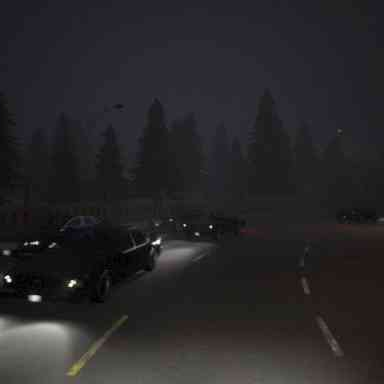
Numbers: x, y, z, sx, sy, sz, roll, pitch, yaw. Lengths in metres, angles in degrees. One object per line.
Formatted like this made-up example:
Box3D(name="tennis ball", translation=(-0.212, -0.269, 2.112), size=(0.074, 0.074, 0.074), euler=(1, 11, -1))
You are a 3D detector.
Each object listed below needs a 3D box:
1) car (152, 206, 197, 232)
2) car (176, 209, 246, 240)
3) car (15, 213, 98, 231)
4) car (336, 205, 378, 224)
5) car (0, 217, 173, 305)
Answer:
Box3D(name="car", translation=(-0.831, 1.680, 21.707), size=(2.128, 1.511, 4.902), euler=(0, -1, 30))
Box3D(name="car", translation=(1.295, 1.770, 18.230), size=(1.895, 1.301, 4.718), euler=(0, -1, 29))
Box3D(name="car", translation=(-4.818, 1.578, 12.321), size=(2.128, 1.511, 4.902), euler=(0, -1, 18))
Box3D(name="car", translation=(13.986, 1.812, 28.045), size=(4.902, 1.511, 2.128), euler=(1, -1, -40))
Box3D(name="car", translation=(-2.323, 1.615, 8.764), size=(2.033, 1.411, 5.357), euler=(0, -1, 13))
